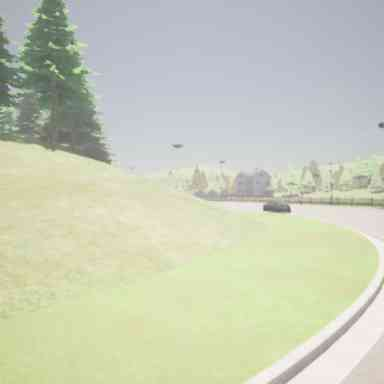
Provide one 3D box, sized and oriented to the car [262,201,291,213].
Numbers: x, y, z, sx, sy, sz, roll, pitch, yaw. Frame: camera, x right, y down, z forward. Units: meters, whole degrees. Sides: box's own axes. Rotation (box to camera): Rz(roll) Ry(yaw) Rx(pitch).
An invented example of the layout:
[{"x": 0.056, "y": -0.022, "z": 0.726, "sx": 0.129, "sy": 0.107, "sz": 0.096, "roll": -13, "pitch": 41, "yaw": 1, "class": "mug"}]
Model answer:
[{"x": 10.244, "y": 1.784, "z": 40.639, "sx": 1.994, "sy": 1.385, "sz": 4.181, "roll": 0, "pitch": 0, "yaw": -18, "class": "car"}]
